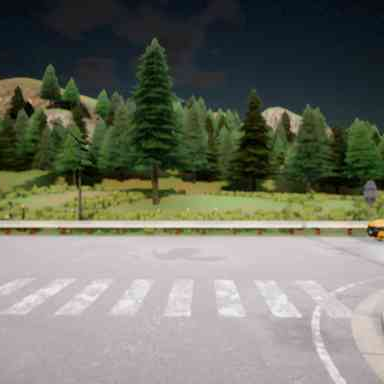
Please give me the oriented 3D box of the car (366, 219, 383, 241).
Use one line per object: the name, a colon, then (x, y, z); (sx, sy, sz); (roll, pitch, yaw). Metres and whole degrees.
car: (10.264, 1.476, 14.432); (5.008, 1.535, 1.882); (0, 0, 1)
